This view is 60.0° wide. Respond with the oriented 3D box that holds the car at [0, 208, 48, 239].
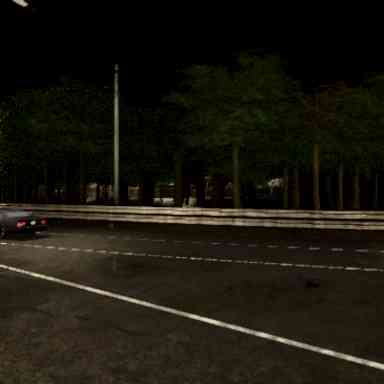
[{"bbox_3d":[-10.034,1.568,17.405,5.357,1.411,2.033,0,0,26],"label":"car"}]
